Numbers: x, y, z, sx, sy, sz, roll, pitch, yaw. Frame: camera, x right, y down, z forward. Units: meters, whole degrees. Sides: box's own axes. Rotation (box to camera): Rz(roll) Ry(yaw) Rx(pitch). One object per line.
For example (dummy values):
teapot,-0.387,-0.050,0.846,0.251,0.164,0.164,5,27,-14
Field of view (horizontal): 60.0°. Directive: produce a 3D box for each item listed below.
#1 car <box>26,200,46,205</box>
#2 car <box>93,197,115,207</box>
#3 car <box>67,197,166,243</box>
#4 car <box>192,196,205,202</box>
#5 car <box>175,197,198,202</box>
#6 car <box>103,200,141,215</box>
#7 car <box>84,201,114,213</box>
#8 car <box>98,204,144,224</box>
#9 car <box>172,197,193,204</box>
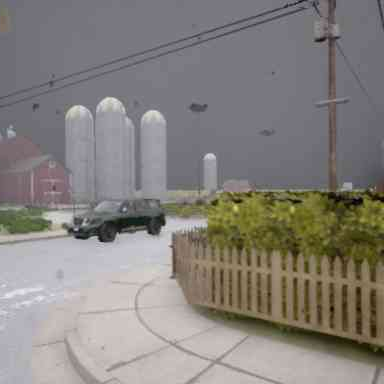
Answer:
car,-23.442,2.014,50.001,4.193,1.474,1.816,-1,0,35
car,-16.214,1.829,61.396,3.866,1.878,1.905,-1,0,35
car,-3.710,1.362,17.441,2.150,2.045,5.566,-1,-1,35
car,0.485,1.687,62.197,4.605,1.855,1.932,-1,0,35
car,-1.276,1.924,50.894,1.895,1.301,4.718,-1,0,35
car,-8.176,1.789,39.397,1.882,1.535,5.008,-1,-1,23
car,-12.198,1.893,43.637,3.905,1.438,1.784,-1,0,35
car,-5.980,1.785,27.734,1.994,1.385,4.181,0,0,-41
car,-2.394,1.999,81.270,4.611,1.667,2.242,-1,0,35
